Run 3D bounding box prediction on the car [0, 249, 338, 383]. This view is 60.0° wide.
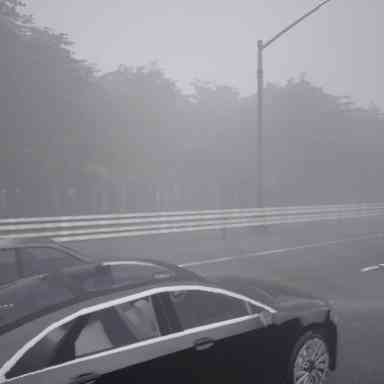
[{"bbox_3d":[-0.445,1.490,3.429,4.902,1.511,2.128,0,0,-36],"label":"car"}]

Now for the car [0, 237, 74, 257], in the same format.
[{"bbox_3d":[-3.011,1.546,5.897,5.357,1.411,2.033,0,0,-35],"label":"car"}]
